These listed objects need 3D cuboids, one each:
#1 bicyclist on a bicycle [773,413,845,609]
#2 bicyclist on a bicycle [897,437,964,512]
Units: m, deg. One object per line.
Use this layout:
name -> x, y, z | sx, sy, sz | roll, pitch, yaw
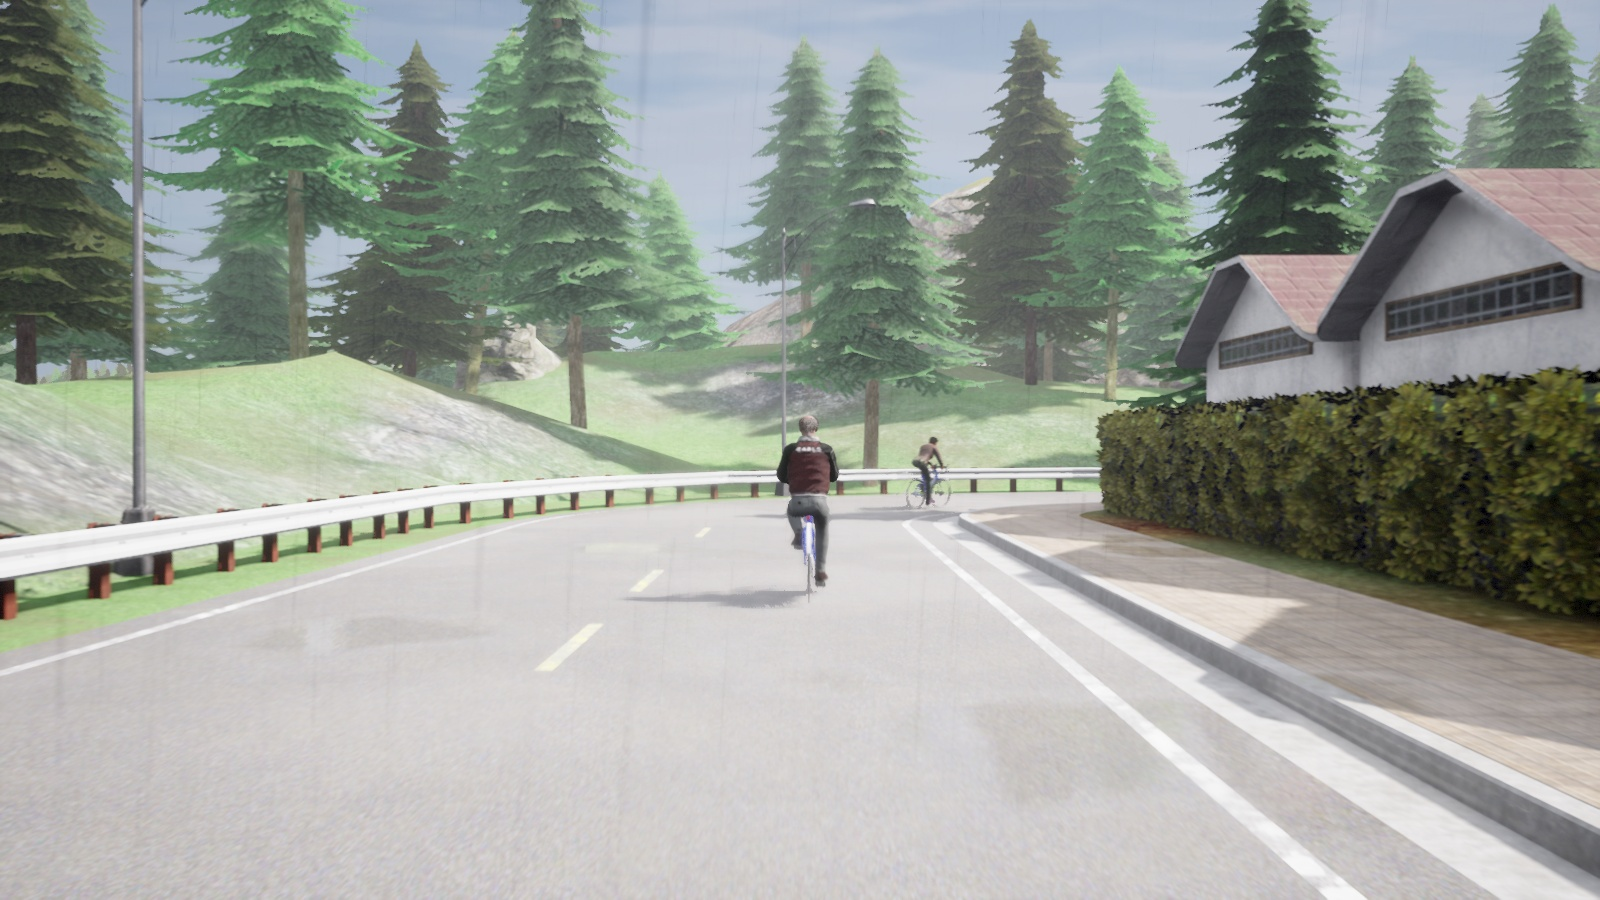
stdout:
bicyclist on a bicycle -> 0.086, 0.547, 12.307 | 0.659, 1.776, 1.843 | 0, 1, 0
bicyclist on a bicycle -> 2.910, 0.529, 27.953 | 0.582, 1.620, 1.656 | 2, 1, 42
